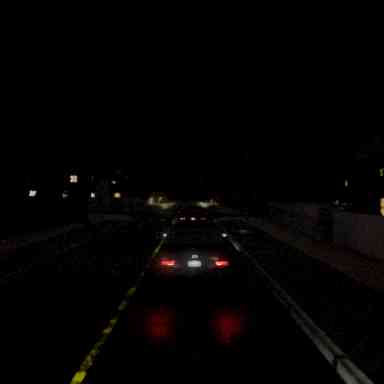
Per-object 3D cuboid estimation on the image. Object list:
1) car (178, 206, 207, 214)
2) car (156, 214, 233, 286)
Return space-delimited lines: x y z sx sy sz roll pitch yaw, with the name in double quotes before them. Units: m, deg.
"car" 0.051 1.681 22.410 2.033 1.411 5.357 0 0 0
"car" 0.076 1.601 9.642 2.033 1.411 5.357 0 0 1
